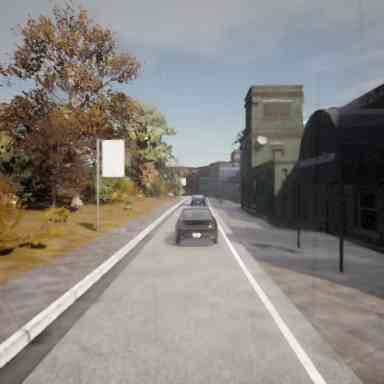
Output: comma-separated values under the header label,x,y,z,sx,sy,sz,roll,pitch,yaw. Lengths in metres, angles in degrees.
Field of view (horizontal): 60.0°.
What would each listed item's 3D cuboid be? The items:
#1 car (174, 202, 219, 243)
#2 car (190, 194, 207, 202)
label,x,y,z,sx,sy,sz,roll,pitch,yaw
car,0.219,1.449,15.792,1.837,1.490,4.892,0,1,1
car,0.841,1.015,42.784,1.812,1.442,4.674,0,1,2
